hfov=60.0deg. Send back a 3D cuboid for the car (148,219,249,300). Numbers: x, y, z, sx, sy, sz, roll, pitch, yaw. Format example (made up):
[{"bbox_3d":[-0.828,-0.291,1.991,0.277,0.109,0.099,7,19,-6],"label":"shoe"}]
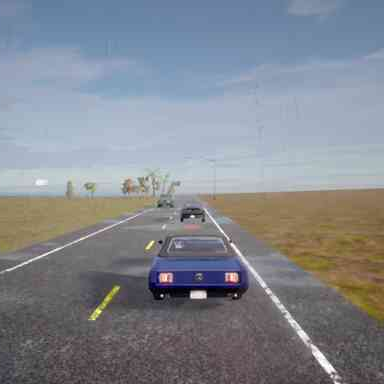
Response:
[{"bbox_3d":[0.088,1.603,8.345,1.895,1.301,4.718,0,0,-1],"label":"car"}]

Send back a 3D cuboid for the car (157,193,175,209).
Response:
[{"bbox_3d":[-3.639,1.229,47.081,2.150,2.045,5.566,0,0,0],"label":"car"}]

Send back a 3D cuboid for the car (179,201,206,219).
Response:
[{"bbox_3d":[0.052,1.510,26.290,1.837,1.490,4.892,0,0,0],"label":"car"}]
